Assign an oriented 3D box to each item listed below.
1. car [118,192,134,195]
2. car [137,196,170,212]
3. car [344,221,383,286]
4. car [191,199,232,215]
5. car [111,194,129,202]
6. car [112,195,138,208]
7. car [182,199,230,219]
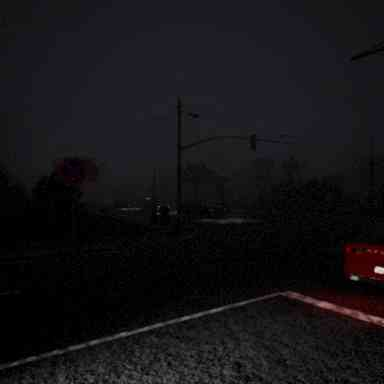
[{"bbox_3d":[-11.670,1.069,57.273,2.150,2.045,5.566,0,1,-33],"label":"car"},{"bbox_3d":[-4.255,1.533,38.670,1.837,1.490,4.892,0,0,-32],"label":"car"},{"bbox_3d":[5.707,1.496,8.742,1.882,1.535,5.008,0,0,44],"label":"car"},{"bbox_3d":[2.025,1.546,35.660,1.837,1.490,4.892,0,0,-32],"label":"car"},{"bbox_3d":[-14.626,1.183,67.751,1.812,1.442,4.674,0,1,-37],"label":"car"},{"bbox_3d":[-9.572,1.492,47.104,1.812,1.442,4.674,0,0,-32],"label":"car"},{"bbox_3d":[1.003,1.512,30.309,1.882,1.535,5.008,0,0,-33],"label":"car"}]
